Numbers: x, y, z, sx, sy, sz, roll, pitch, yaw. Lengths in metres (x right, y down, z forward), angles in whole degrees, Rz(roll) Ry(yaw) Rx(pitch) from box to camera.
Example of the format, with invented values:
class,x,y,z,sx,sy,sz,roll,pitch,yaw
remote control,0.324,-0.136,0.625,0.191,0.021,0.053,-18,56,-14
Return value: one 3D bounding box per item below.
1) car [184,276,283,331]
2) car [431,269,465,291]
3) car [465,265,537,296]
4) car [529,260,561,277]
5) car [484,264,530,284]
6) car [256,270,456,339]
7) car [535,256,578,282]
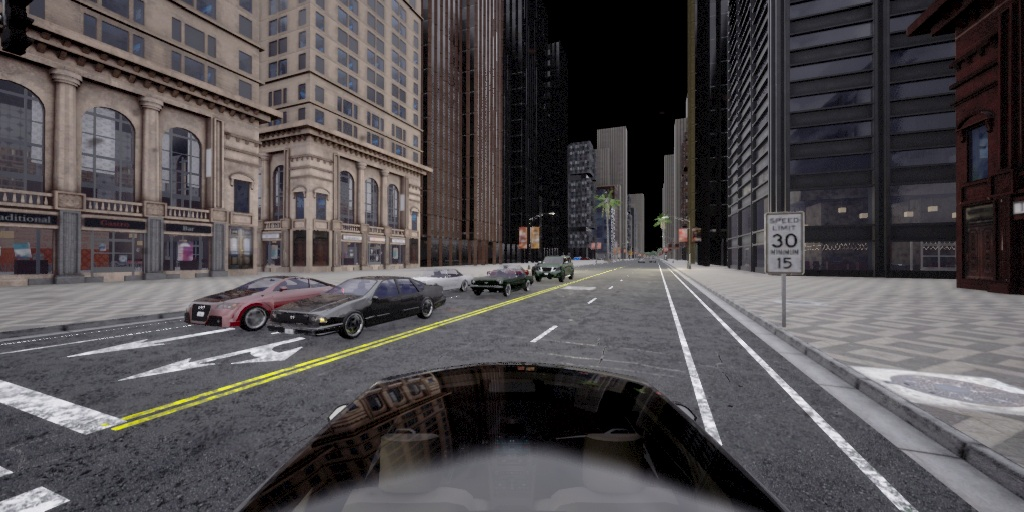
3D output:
class,x,y,z,sx,sy,sz,roll,pitch,yaw
car,-7.274,1.316,11.083,1.994,1.385,4.181,0,0,22
car,-4.003,1.357,19.211,1.895,1.301,4.718,0,0,22
car,-0.420,1.358,19.402,1.895,1.301,4.718,0,0,22
car,3.573,1.251,37.901,1.882,1.535,5.008,0,0,22
car,-0.278,1.364,28.449,1.895,1.301,4.718,0,0,22
car,-4.006,1.299,10.509,2.033,1.411,5.357,0,0,22
car,3.582,0.987,29.322,2.150,2.045,5.566,0,0,22
